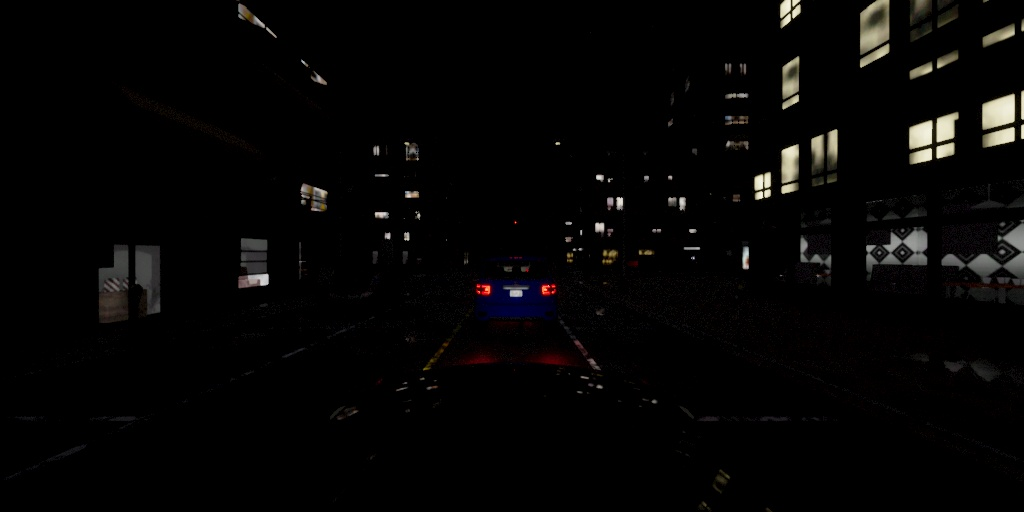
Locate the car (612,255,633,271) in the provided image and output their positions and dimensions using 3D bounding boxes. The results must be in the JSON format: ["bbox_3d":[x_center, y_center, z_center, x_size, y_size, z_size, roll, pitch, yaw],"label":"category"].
[{"bbox_3d":[14.580,0.756,42.840,5.009,1.841,2.192,0,0,0],"label":"car"}]

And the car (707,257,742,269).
[{"bbox_3d":[25.671,0.816,42.936,4.207,1.307,1.802,0,0,0],"label":"car"}]

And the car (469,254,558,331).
[{"bbox_3d":[0.099,0.969,11.079,2.150,2.045,5.566,0,0,0],"label":"car"}]

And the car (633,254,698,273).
[{"bbox_3d":[14.713,0.772,34.461,5.009,1.841,2.192,0,0,0],"label":"car"}]

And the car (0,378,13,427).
[{"bbox_3d":[-5.690,1.300,1.566,2.007,1.370,4.403,0,0,0],"label":"car"}]

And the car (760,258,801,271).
[{"bbox_3d":[25.807,0.815,34.556,4.313,1.339,1.948,0,0,0],"label":"car"}]

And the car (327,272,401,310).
[{"bbox_3d":[-5.739,1.329,14.483,1.802,1.307,4.207,0,0,0],"label":"car"}]

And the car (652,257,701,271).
[{"bbox_3d":[18.405,0.901,40.264,4.674,1.442,1.812,-1,0,-1],"label":"car"}]
